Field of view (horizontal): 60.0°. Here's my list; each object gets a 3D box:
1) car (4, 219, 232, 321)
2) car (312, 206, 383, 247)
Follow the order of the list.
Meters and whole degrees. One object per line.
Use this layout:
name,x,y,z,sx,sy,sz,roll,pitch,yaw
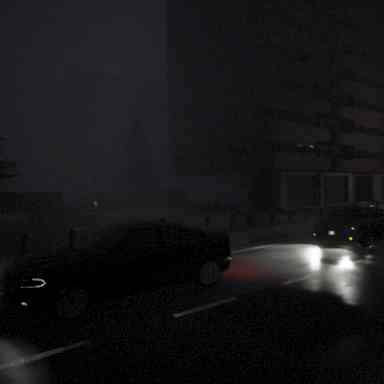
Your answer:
car,-1.330,1.417,7.403,5.008,1.535,1.882,-1,1,-37
car,6.735,1.283,13.468,4.181,1.385,1.994,-2,1,-37
